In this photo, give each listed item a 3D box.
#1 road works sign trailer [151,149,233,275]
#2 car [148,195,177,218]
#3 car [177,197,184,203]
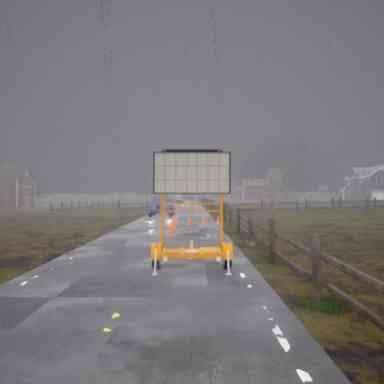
[{"bbox_3d":[-0.002,0.474,10.434,2.380,3.560,2.880,0,0,0],"label":"road works sign trailer"},{"bbox_3d":[-2.855,1.321,31.707,2.150,2.045,5.566,0,0,0],"label":"car"},{"bbox_3d":[-2.762,1.916,72.042,1.882,1.535,5.008,0,-1,0],"label":"car"}]
